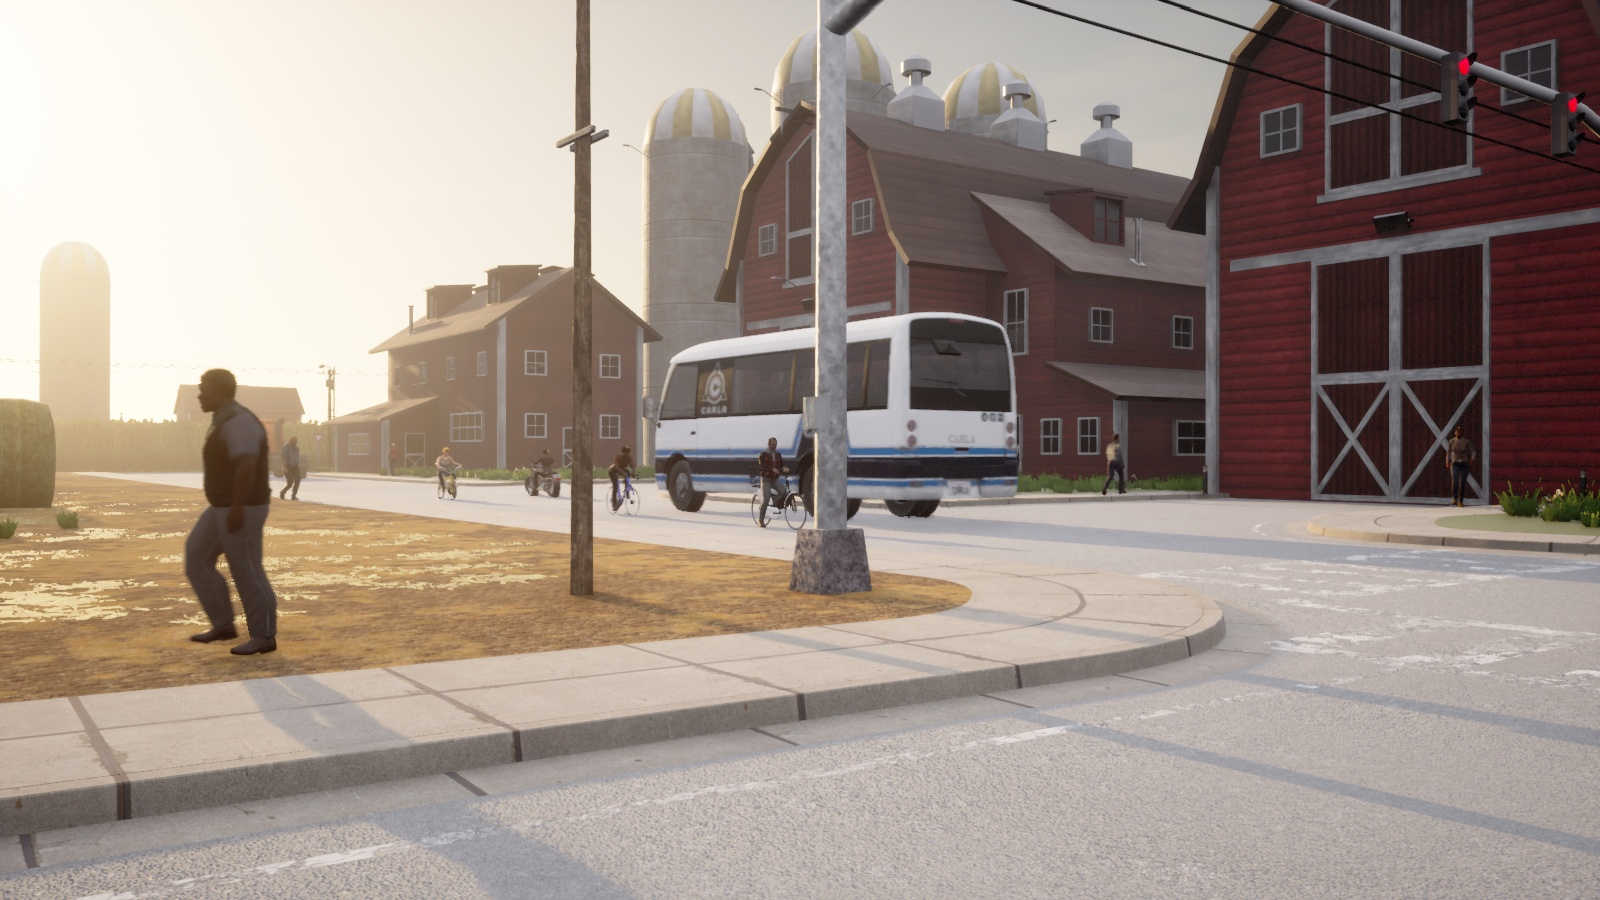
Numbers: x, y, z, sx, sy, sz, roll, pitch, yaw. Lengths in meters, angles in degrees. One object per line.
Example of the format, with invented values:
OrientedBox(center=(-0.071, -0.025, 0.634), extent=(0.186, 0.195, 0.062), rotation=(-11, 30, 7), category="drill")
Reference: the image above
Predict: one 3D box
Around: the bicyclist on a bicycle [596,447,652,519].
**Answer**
OrientedBox(center=(-4.089, 0.750, 29.130), extent=(0.582, 1.620, 1.656), rotation=(0, 0, -36), category="bicyclist on a bicycle")

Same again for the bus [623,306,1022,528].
OrientedBox(center=(0.037, -0.601, 29.396), extent=(3.944, 4.253, 10.273), rotation=(0, 0, -36), category="bus")

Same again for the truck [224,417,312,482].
OrientedBox(center=(-30.277, -0.025, 71.295), extent=(2.891, 3.462, 7.936), rotation=(0, 0, -36), category="truck")

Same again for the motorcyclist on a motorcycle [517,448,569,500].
OrientedBox(center=(-8.427, 0.782, 41.097), extent=(0.766, 1.649, 2.350), rotation=(0, 0, -36), category="motorcyclist on a motorcycle")

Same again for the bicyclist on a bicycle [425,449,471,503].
OrientedBox(center=(-10.747, 0.769, 38.315), extent=(0.866, 1.612, 1.509), rotation=(0, 0, -36), category="bicyclist on a bicycle")

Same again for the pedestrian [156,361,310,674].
OrientedBox(center=(-3.612, 0.405, 7.992), extent=(0.849, 1.883, 0.563), rotation=(0, 0, -29), category="pedestrian")

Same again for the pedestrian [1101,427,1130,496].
OrientedBox(center=(9.082, 0.329, 36.144), extent=(0.788, 1.949, 0.423), rotation=(0, 0, -36), category="pedestrian")

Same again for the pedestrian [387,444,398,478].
OrientedBox(center=(-21.761, 0.585, 67.093), extent=(0.331, 1.846, 0.636), rotation=(0, 0, -38), category="pedestrian")

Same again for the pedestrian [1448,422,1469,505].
OrientedBox(center=(14.651, 0.295, 27.934), extent=(0.328, 1.805, 0.869), rotation=(0, 0, 32), category="pedestrian")

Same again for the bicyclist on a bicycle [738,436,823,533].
OrientedBox(center=(-0.398, 0.641, 24.027), extent=(0.659, 1.776, 1.843), rotation=(-1, 0, -36), category="bicyclist on a bicycle")

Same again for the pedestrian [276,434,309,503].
OrientedBox(center=(-13.629, 0.489, 33.747), extent=(0.694, 1.848, 0.540), rotation=(0, 0, 36), category="pedestrian")
